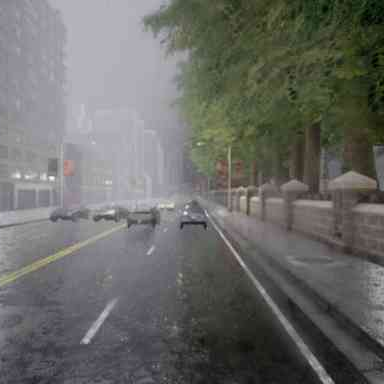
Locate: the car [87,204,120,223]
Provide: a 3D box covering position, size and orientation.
[{"bbox_3d":[-6.543,1.677,27.299,2.033,1.411,5.357,0,0,1],"label":"car"}]

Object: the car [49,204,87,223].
[{"bbox_3d":[-9.791,1.677,27.320,2.033,1.411,5.357,0,0,1],"label":"car"}]

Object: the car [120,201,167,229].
[{"bbox_3d":[-3.180,1.601,22.711,2.128,1.511,4.902,0,0,0],"label":"car"}]

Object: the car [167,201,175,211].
[{"bbox_3d":[-3.157,1.799,42.691,1.895,1.301,4.718,0,0,0],"label":"car"}]

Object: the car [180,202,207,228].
[{"bbox_3d":[0.097,1.659,23.317,2.033,1.411,5.357,0,0,0],"label":"car"}]

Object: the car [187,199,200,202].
[{"bbox_3d":[0.094,1.722,46.736,1.837,1.490,4.892,0,0,0],"label":"car"}]
